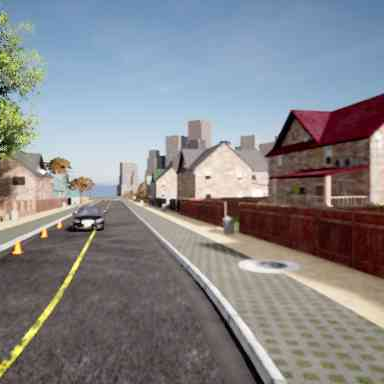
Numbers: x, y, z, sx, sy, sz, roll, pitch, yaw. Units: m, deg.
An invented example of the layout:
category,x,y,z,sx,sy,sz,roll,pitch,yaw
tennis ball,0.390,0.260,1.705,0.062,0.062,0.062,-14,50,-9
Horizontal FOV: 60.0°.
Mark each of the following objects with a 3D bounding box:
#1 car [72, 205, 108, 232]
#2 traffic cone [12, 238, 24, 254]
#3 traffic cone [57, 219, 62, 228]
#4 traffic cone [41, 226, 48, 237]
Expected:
category,x,y,z,sx,sy,sz,roll,pitch,yaw
car,-6.432,1.619,21.129,2.128,1.511,4.902,-1,0,-13
traffic cone,-6.713,2.052,12.815,0.340,0.580,0.340,-1,0,-13
traffic cone,-8.973,2.121,22.559,0.340,0.580,0.340,-1,0,-13
traffic cone,-7.842,2.086,17.688,0.340,0.580,0.340,-1,0,-13
